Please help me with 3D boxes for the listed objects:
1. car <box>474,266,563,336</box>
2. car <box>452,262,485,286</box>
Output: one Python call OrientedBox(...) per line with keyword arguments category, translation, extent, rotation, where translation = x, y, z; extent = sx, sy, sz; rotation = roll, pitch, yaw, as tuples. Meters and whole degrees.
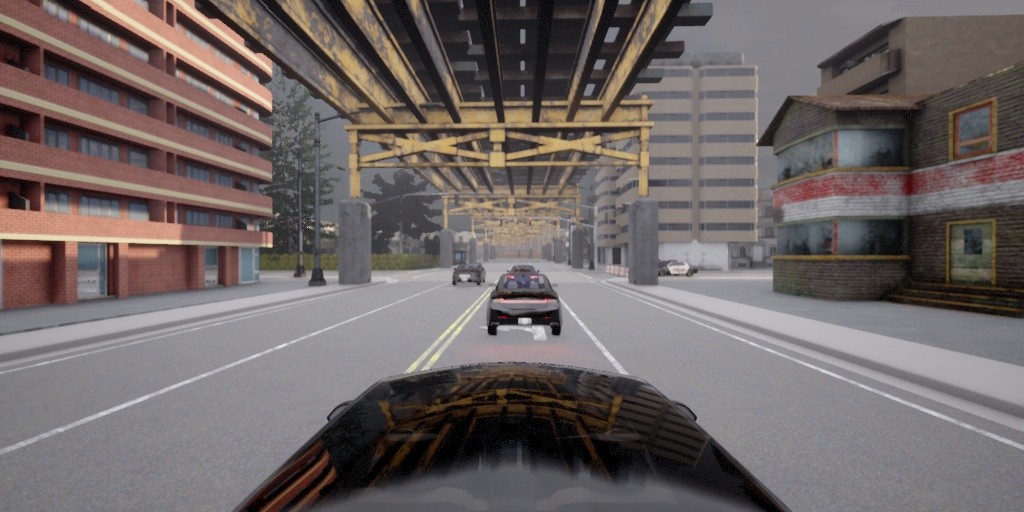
OrientedBox(category="car", translation=(0.328, 1.224, 10.388), extent=(2.128, 1.511, 4.902), rotation=(0, 0, 1))
OrientedBox(category="car", translation=(-2.871, 1.180, 24.678), extent=(2.128, 1.511, 4.902), rotation=(0, 0, 2))
